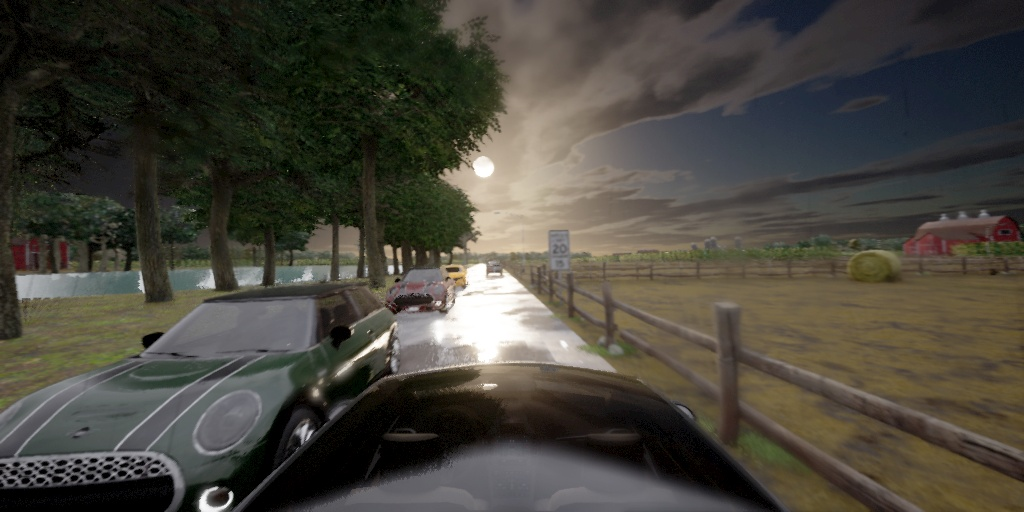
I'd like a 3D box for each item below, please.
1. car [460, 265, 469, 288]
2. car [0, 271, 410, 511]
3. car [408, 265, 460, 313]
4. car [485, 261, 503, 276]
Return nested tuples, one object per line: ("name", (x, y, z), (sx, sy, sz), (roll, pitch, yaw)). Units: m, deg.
("car", (-4.062, 1.374, 24.893), (1.882, 1.535, 5.008), (-2, 0, -3))
("car", (-2.887, 1.188, 4.351), (2.097, 1.767, 4.553), (-2, 0, -3))
("car", (-3.458, 1.209, 14.339), (2.097, 1.767, 4.553), (-2, 0, -3))
("car", (-1.989, 1.380, 40.021), (2.128, 1.511, 4.902), (-2, 0, -3))
